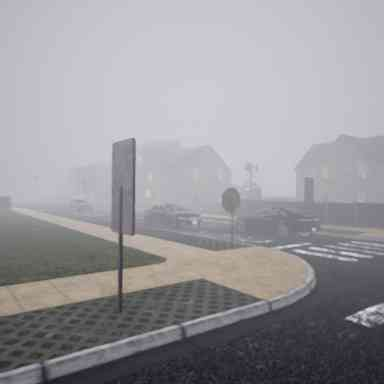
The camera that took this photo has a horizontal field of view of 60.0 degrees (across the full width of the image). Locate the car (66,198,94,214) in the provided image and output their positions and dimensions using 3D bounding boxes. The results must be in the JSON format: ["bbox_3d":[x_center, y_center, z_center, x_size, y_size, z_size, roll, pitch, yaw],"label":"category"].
[{"bbox_3d":[-12.087,1.481,35.789,1.837,1.490,4.892,1,0,-36],"label":"car"}]

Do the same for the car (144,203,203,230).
[{"bbox_3d":[-1.278,1.468,20.886,2.128,1.511,4.902,1,0,-36],"label":"car"}]

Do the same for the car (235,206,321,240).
[{"bbox_3d":[4.276,1.502,17.278,2.128,1.511,4.902,0,0,-33],"label":"car"}]
